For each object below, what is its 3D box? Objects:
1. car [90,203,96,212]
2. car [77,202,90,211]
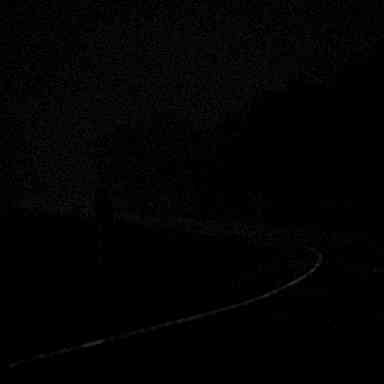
[{"bbox_3d":[-13.643,2.370,50.917,1.812,1.442,4.674,3,-2,-34],"label":"car"},{"bbox_3d":[-18.654,2.468,58.150,1.882,1.535,5.008,3,-3,-34],"label":"car"}]
